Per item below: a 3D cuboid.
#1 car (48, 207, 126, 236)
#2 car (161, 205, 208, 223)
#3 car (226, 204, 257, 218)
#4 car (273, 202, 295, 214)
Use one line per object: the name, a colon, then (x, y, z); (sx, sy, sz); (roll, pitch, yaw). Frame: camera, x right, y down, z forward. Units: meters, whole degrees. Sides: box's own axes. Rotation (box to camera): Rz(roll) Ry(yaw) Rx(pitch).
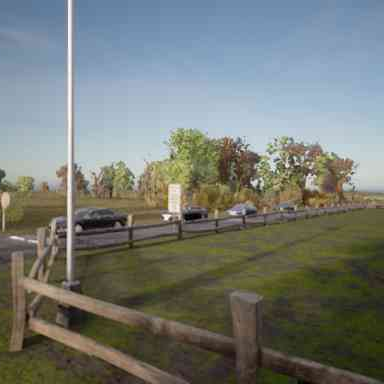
car: (-6.113, 1.693, 19.871); (1.837, 1.490, 4.892); (1, 0, 35)
car: (-0.543, 1.816, 27.637); (2.128, 1.511, 4.902); (1, 0, 36)
car: (5.506, 1.999, 36.015); (1.812, 1.442, 4.674); (1, 0, 36)
car: (12.770, 2.157, 45.978); (1.837, 1.490, 4.892); (1, -1, 36)
